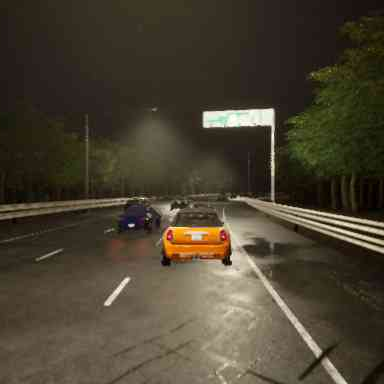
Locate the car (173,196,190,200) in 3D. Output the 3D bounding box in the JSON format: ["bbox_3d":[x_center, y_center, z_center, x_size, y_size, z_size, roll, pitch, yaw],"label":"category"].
[{"bbox_3d":[-1.296,1.324,41.279,2.097,1.767,4.553,0,0,6],"label":"car"}]

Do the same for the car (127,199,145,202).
[{"bbox_3d":[-5.531,1.473,33.572,1.837,1.490,4.892,0,0,5],"label":"car"}]

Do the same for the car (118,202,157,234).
[{"bbox_3d":[-2.930,1.511,19.076,1.812,1.442,4.674,0,0,3],"label":"car"}]

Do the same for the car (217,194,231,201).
[{"bbox_3d":[7.092,1.299,76.791,2.097,1.767,4.553,0,0,10],"label":"car"}]

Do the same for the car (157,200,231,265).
[{"bbox_3d":[0.198,1.348,11.834,2.097,1.767,4.553,0,0,2],"label":"car"}]

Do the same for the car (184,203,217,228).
[{"bbox_3d":[0.707,1.539,23.322,2.033,1.411,5.357,0,0,3],"label":"car"}]
